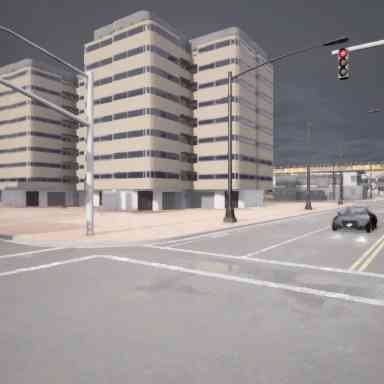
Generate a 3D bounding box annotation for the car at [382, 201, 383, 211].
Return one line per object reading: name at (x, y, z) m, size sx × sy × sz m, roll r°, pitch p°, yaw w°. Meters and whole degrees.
car at (24.429, 1.513, 40.440) m, size 1.812 × 1.442 × 4.674 m, roll 0°, pitch 0°, yaw 35°

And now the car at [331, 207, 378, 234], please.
car at (9.575, 1.569, 19.463) m, size 1.994 × 1.385 × 4.181 m, roll 0°, pitch 0°, yaw 35°
